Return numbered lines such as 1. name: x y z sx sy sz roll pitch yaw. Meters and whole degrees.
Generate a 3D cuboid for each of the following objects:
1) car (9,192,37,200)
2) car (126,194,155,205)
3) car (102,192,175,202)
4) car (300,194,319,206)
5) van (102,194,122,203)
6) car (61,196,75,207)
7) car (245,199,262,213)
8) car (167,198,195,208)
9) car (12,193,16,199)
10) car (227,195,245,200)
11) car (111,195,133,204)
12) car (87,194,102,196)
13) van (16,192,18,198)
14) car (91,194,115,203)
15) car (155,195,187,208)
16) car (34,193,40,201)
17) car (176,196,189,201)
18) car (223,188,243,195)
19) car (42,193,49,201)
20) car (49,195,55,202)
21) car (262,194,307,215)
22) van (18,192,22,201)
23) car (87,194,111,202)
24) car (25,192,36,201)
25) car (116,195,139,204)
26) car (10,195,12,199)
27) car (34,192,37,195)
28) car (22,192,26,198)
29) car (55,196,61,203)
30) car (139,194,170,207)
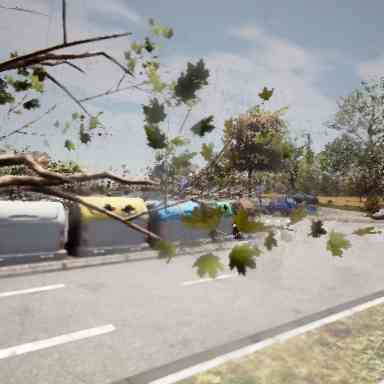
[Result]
1. car: -41.533 1.012 81.840 2.435 2.045 5.566 1 -1 35
2. car: -10.331 1.605 66.689 2.435 2.045 5.566 1 -2 35
3. car: -4.412 0.979 28.369 2.435 2.045 5.566 1 -1 35
4. car: 14.088 0.950 43.538 1.882 1.535 5.008 2 3 -34
5. van: -18.902 1.642 79.174 1.878 1.987 4.442 1 -2 35
6. car: -12.842 1.241 40.539 2.231 1.521 4.892 0 -1 35
7. car: 8.610 1.836 39.354 2.231 1.521 4.892 2 -2 35
8. car: -1.756 1.874 54.218 2.163 1.488 4.792 1 -2 35
9. car: -36.454 1.010 74.601 2.435 2.045 5.566 0 -1 35
10. car: 6.866 1.710 41.812 2.185 1.767 4.553 1 -2 35
11. car: -15.553 1.733 74.087 2.185 1.767 4.553 1 -2 35
12. car: -9.487 1.110 35.661 2.185 1.767 4.553 0 -1 35
13. van: -34.841 1.032 72.047 1.878 1.987 4.442 1 -1 35
14. car: -22.417 1.612 84.014 2.435 2.045 5.566 2 -2 35
15. car: -3.433 1.598 56.759 2.435 2.045 5.566 1 -2 35
16. car: -21.380 1.242 52.542 1.946 1.575 5.366 1 -1 35
17. car: -0.018 1.592 51.744 2.435 2.045 5.566 1 -2 35
18. car: 6.470 0.102 54.649 1.994 1.385 4.181 2 3 -34
19. car: -18.005 1.238 47.681 1.946 1.575 5.366 1 -1 35
20. car: -16.212 1.243 45.401 2.097 1.535 5.008 0 -1 35
21. car: 10.345 1.583 36.902 2.435 2.045 5.566 1 -2 35
22. van: -33.154 1.031 69.616 1.878 1.987 4.442 1 -1 35
23. car: -24.129 1.615 86.551 2.435 2.045 5.566 1 -2 35
24. car: -28.047 1.129 62.397 2.185 1.767 4.553 0 -1 35
25. car: -13.819 1.731 71.603 2.185 1.767 4.553 1 -2 35
26. car: -38.140 1.011 77.033 2.435 2.045 5.566 0 -1 35
27. car: -22.959 1.281 55.154 2.163 1.488 4.792 0 -1 35
28. car: -29.722 1.258 64.855 2.231 1.521 4.892 1 -1 35
29. car: -14.543 1.271 42.948 2.163 1.488 4.792 1 -1 35
30. car: -6.922 1.599 61.675 2.435 2.045 5.566 1 -2 35
